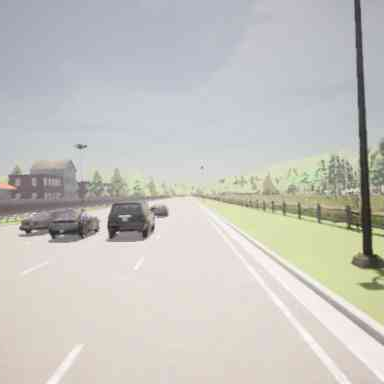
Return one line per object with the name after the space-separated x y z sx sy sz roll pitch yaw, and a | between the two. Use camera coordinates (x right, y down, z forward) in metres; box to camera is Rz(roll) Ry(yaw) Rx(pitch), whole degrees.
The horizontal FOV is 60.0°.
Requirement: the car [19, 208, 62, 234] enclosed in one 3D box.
-10.539 2.162 24.367 2.033 1.411 5.357 -2 0 0 | car

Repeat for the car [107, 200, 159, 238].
-3.519 1.537 20.038 2.150 2.045 5.566 -2 0 0 | car

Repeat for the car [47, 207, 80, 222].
-14.129 2.426 36.779 1.994 1.385 4.181 -2 0 0 | car

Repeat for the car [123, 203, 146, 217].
-7.176 2.200 42.281 2.033 1.411 5.357 -2 0 0 | car

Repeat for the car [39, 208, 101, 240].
-7.012 1.939 20.324 2.128 1.511 4.902 -2 0 0 | car

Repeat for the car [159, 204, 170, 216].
-3.642 2.043 37.585 1.994 1.385 4.181 -2 0 0 | car
